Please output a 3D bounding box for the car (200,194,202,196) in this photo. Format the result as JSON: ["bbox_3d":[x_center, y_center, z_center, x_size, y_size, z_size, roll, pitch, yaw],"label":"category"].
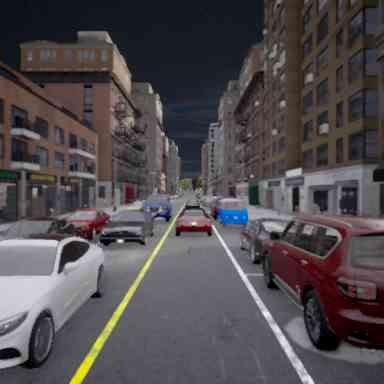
[{"bbox_3d":[2.662,1.486,54.861,1.967,1.590,4.097,0,0,0],"label":"car"}]

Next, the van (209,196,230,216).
[{"bbox_3d":[2.681,1.369,33.237,1.690,1.788,3.998,0,0,0],"label":"van"}]

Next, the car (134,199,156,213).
[{"bbox_3d":[-5.396,1.584,38.642,2.008,1.369,4.403,0,0,0],"label":"car"}]

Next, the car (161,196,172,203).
[{"bbox_3d":[-5.386,1.611,71.079,2.008,1.369,4.403,0,0,0],"label":"car"}]

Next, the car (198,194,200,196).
[{"bbox_3d":[2.648,1.585,71.250,1.752,1.417,4.829,0,0,0],"label":"car"}]

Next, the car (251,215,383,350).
[{"bbox_3d":[2.705,1.321,6.206,2.192,1.841,5.009,0,0,0],"label":"car"}]

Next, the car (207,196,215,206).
[{"bbox_3d":[2.686,1.339,27.831,2.192,1.841,5.009,0,0,0],"label":"car"}]

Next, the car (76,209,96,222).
[{"bbox_3d":[-5.403,1.560,17.017,1.887,1.381,4.507,0,0,0],"label":"car"}]

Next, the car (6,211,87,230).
[{"bbox_3d":[-5.404,1.576,11.611,1.947,1.339,4.313,0,0,0],"label":"car"}]

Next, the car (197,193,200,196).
[{"bbox_3d":[2.643,1.615,76.486,2.008,1.369,4.403,0,0,0],"label":"car"}]

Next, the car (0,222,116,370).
[{"bbox_3d":[-2.836,1.531,5.898,1.812,1.442,4.674,0,0,0],"label":"car"}]

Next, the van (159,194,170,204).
[{"bbox_3d":[-5.388,1.396,65.673,1.690,1.788,3.998,0,0,0],"label":"van"}]

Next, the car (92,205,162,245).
[{"bbox_3d":[-2.834,1.561,15.828,2.033,1.411,5.357,0,0,0],"label":"car"}]

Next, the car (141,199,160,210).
[{"bbox_3d":[-5.394,1.603,44.048,1.947,1.339,4.313,0,0,0],"label":"car"}]

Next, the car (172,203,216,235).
[{"bbox_3d":[0.099,1.581,19.075,1.994,1.385,4.181,0,0,0],"label":"car"}]

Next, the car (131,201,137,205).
[{"bbox_3d":[-5.398,1.554,33.067,1.752,1.417,4.829,0,0,0],"label":"car"}]

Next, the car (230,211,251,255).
[{"bbox_3d":[2.701,1.561,11.612,2.008,1.369,4.403,0,0,0],"label":"car"}]

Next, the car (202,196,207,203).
[{"bbox_3d":[2.667,1.567,49.625,1.752,1.417,4.829,0,0,0],"label":"car"}]

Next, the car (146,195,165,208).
[{"bbox_3d":[-5.393,1.357,49.455,2.192,1.841,5.009,0,0,0],"label":"car"}]

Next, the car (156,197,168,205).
[{"bbox_3d":[-5.389,1.633,60.267,1.802,1.307,4.206,0,0,0],"label":"car"}]

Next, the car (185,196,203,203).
[{"bbox_3d":[0.100,1.601,43.578,1.994,1.385,4.181,0,0,0],"label":"car"}]

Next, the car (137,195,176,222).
[{"bbox_3d":[-2.748,1.243,26.946,2.150,2.045,5.566,0,0,0],"label":"car"}]

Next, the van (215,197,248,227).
[{"bbox_3d":[2.691,1.361,22.424,1.690,1.788,3.998,0,0,0],"label":"van"}]
